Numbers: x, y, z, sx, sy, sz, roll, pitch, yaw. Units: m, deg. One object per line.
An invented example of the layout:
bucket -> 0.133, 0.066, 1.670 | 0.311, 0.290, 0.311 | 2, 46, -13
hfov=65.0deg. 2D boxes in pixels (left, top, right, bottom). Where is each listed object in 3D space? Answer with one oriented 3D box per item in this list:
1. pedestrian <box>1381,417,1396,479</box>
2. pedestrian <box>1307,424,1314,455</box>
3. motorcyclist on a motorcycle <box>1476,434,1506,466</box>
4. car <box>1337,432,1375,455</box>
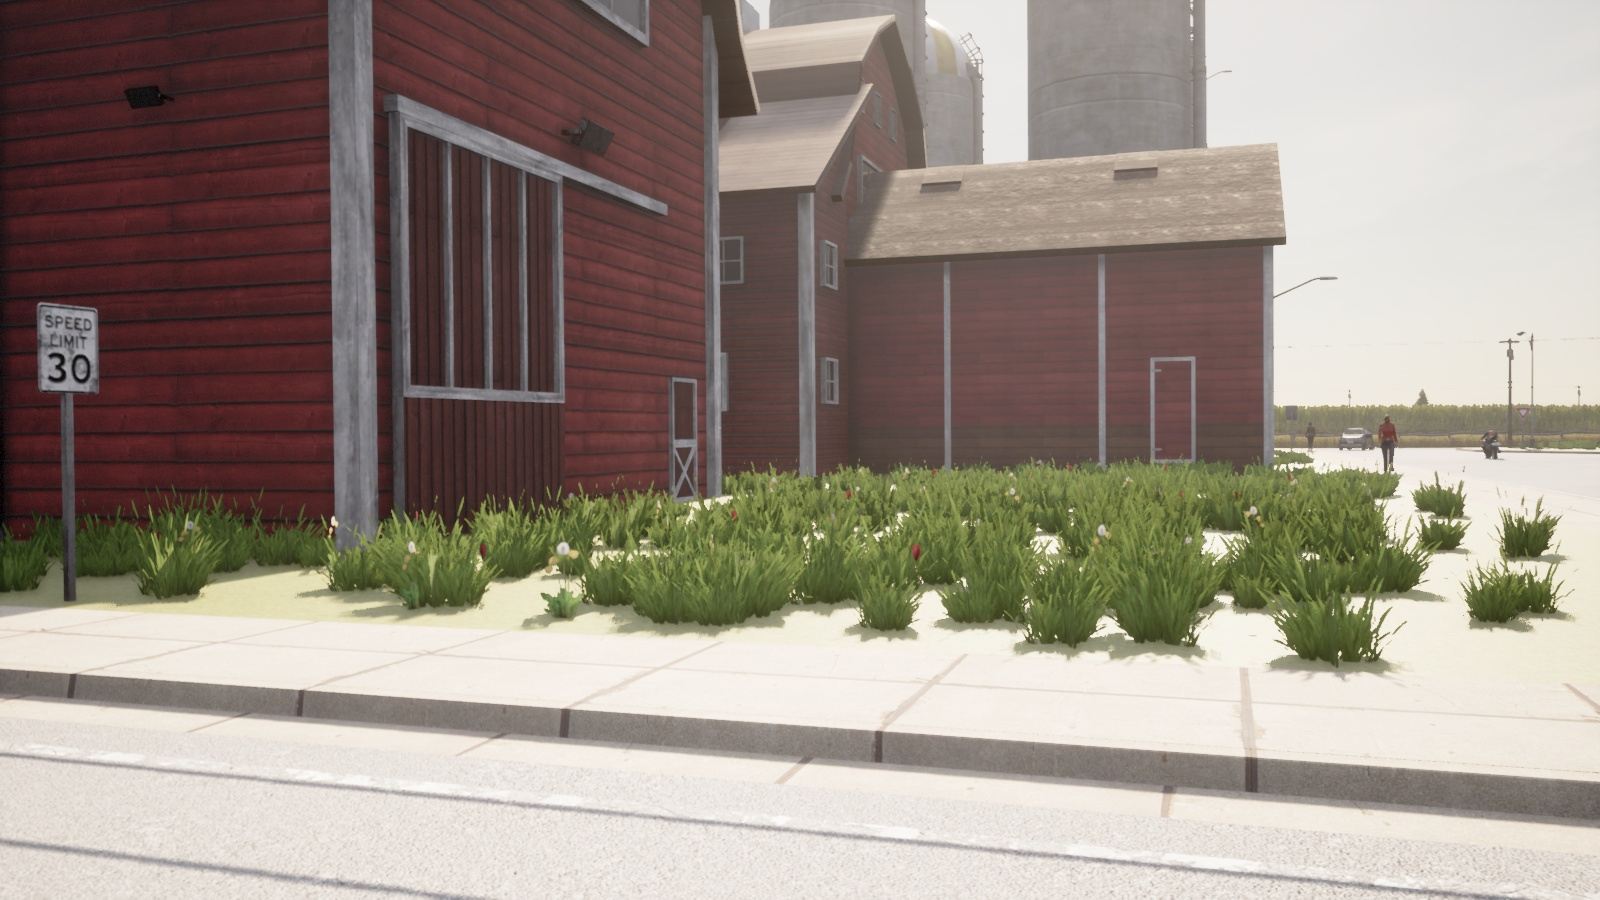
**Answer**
pedestrian -> 17.473, -0.066, 37.285 | 0.331, 1.846, 0.636 | 0, 1, 18
pedestrian -> 30.221, -0.613, 74.365 | 0.328, 1.805, 0.869 | 0, 1, 21
motorcyclist on a motorcycle -> 33.163, -0.025, 60.300 | 0.866, 1.530, 2.191 | 0, 1, 18
car -> 37.821, -0.453, 85.416 | 1.789, 1.549, 3.705 | 0, 1, 34
